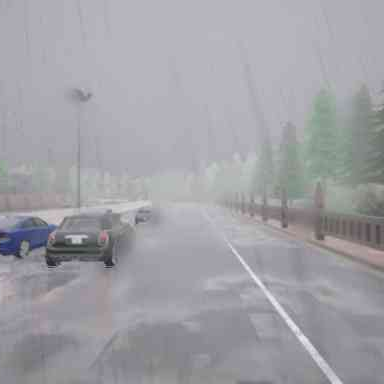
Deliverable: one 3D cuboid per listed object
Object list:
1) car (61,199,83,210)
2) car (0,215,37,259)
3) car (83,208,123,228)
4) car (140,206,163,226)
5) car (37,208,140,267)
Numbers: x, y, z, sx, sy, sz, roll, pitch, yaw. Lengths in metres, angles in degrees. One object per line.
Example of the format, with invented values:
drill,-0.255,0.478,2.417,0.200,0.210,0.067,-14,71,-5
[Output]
car,-21.023,2.164,58.387,2.097,1.767,4.553,0,-1,1
car,-6.947,1.665,13.408,1.882,1.535,5.008,0,-1,1
car,-6.961,1.972,26.635,1.895,1.301,4.718,0,-1,1
car,-3.455,1.872,27.245,2.128,1.511,4.902,0,-1,1
car,-3.457,1.522,12.165,2.097,1.767,4.553,0,-1,1
